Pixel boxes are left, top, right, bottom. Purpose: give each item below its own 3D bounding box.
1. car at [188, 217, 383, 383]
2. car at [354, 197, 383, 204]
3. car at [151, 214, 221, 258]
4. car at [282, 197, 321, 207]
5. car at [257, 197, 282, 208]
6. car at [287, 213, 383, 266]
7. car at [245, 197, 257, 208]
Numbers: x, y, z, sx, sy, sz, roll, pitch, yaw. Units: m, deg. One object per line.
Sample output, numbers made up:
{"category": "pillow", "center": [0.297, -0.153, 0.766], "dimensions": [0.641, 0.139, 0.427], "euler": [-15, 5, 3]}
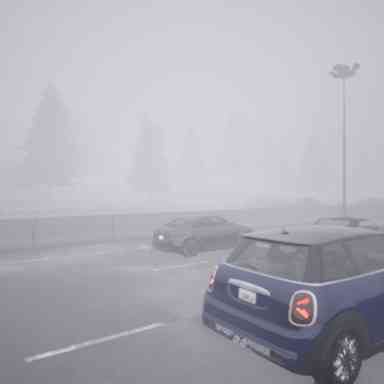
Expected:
{"category": "car", "center": [2.437, 1.338, 5.479], "dimensions": [4.553, 1.767, 2.097], "euler": [0, 0, -35]}
{"category": "car", "center": [21.869, 1.381, 40.953], "dimensions": [4.902, 1.511, 2.128], "euler": [0, 0, -35]}
{"category": "car", "center": [0.558, 1.543, 12.734], "dimensions": [4.181, 1.385, 1.994], "euler": [0, 0, -35]}
{"category": "car", "center": [13.185, 1.417, 39.133], "dimensions": [4.892, 1.490, 1.837], "euler": [0, 0, -35]}
{"category": "car", "center": [10.645, 1.476, 41.621], "dimensions": [4.181, 1.385, 1.994], "euler": [0, 0, -35]}
{"category": "car", "center": [5.788, 1.569, 12.160], "dimensions": [4.718, 1.301, 1.895], "euler": [0, 0, -35]}
{"category": "car", "center": [9.256, 1.415, 44.928], "dimensions": [4.892, 1.490, 1.837], "euler": [0, 0, -35]}
